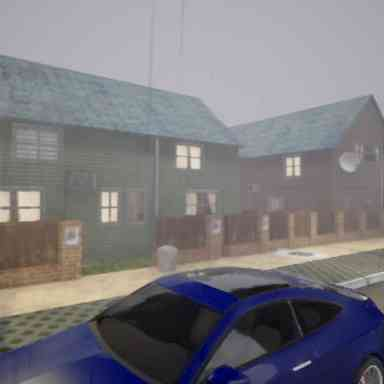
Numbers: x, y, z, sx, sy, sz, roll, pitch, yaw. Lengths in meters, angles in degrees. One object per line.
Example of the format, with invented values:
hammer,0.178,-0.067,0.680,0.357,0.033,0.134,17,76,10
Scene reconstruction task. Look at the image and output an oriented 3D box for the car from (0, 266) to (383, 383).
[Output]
car,0.146,1.549,3.179,4.674,1.442,1.812,1,-1,-36
